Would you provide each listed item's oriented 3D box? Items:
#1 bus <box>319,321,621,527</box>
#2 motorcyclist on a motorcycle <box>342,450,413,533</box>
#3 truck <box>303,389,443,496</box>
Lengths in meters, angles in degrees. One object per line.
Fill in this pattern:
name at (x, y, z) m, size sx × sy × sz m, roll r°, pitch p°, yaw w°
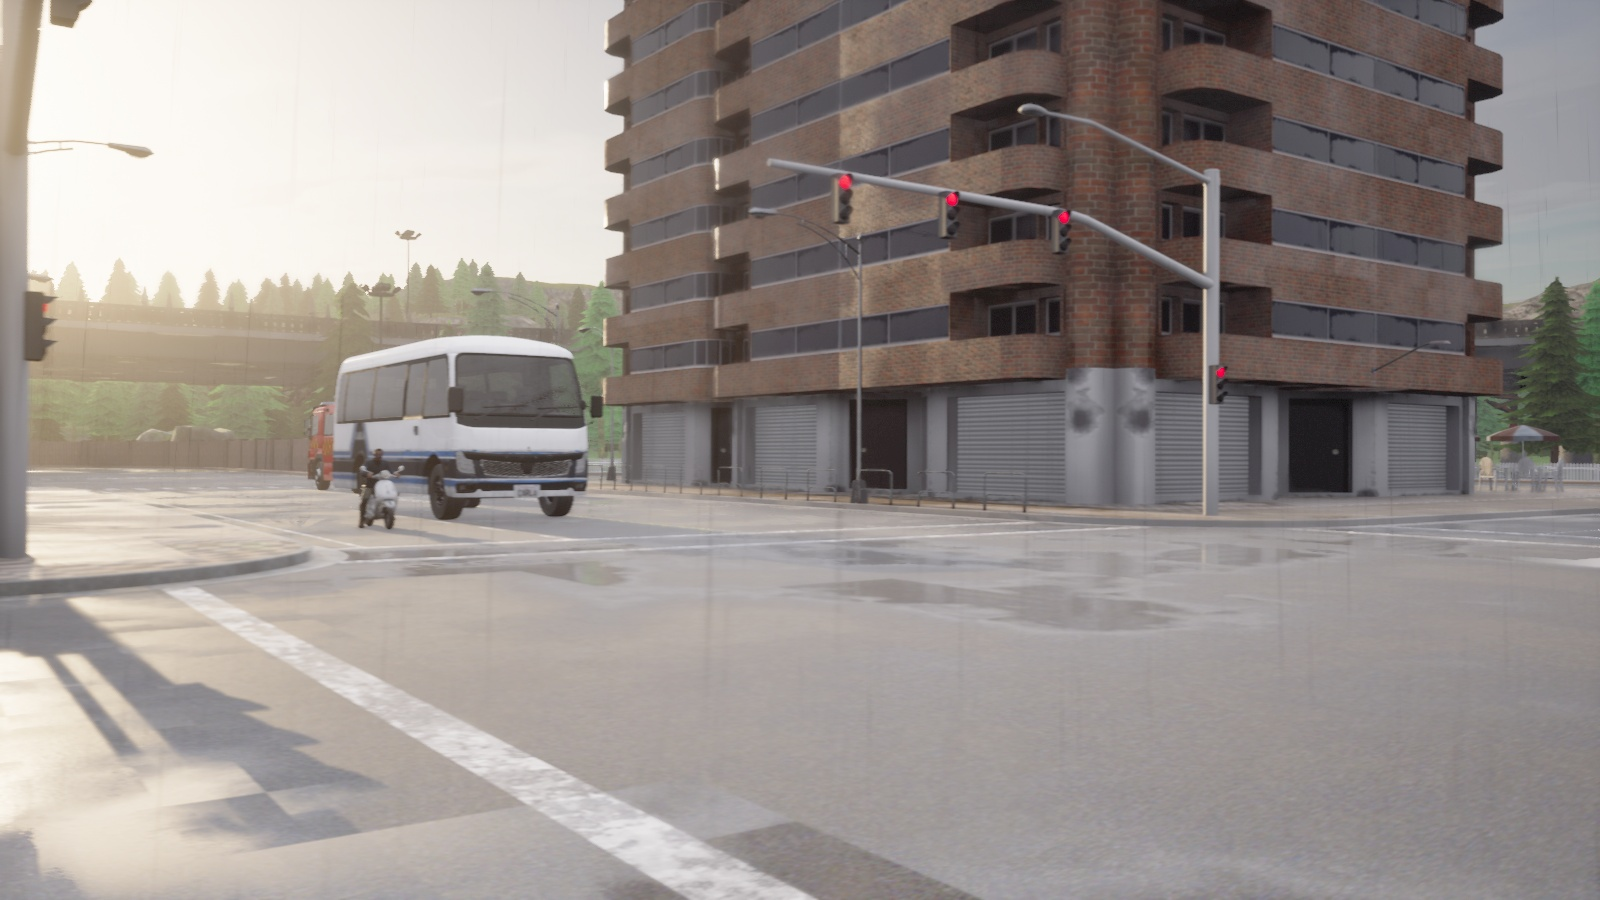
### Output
bus at (-8.581, -0.517, 31.258) m, size 3.944 × 4.253 × 10.273 m, roll 0°, pitch 0°, yaw -35°
motorcyclist on a motorcycle at (-8.395, 0.790, 24.910) m, size 0.866 × 1.590 × 1.817 m, roll 0°, pitch 0°, yaw -35°
truck at (-16.816, -0.239, 49.033) m, size 2.891 × 3.827 × 8.468 m, roll 0°, pitch 0°, yaw -35°
